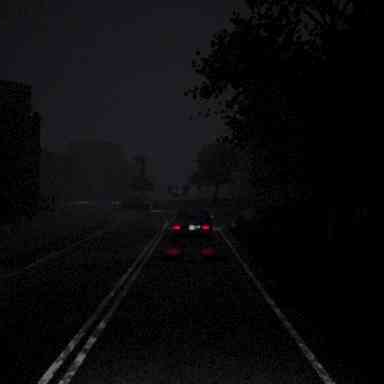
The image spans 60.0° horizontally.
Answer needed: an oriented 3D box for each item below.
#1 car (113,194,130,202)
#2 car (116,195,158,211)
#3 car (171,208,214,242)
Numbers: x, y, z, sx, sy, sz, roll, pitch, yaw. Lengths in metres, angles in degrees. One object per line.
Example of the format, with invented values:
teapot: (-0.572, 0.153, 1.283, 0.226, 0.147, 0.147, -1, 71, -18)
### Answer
car: (-11.509, 1.071, 57.152, 1.994, 1.385, 4.181, -1, -1, 39)
car: (-5.853, 1.355, 36.986, 4.181, 1.385, 1.994, 1, -1, 23)
car: (0.064, 1.504, 16.164, 2.033, 1.411, 5.357, 0, 0, 2)
